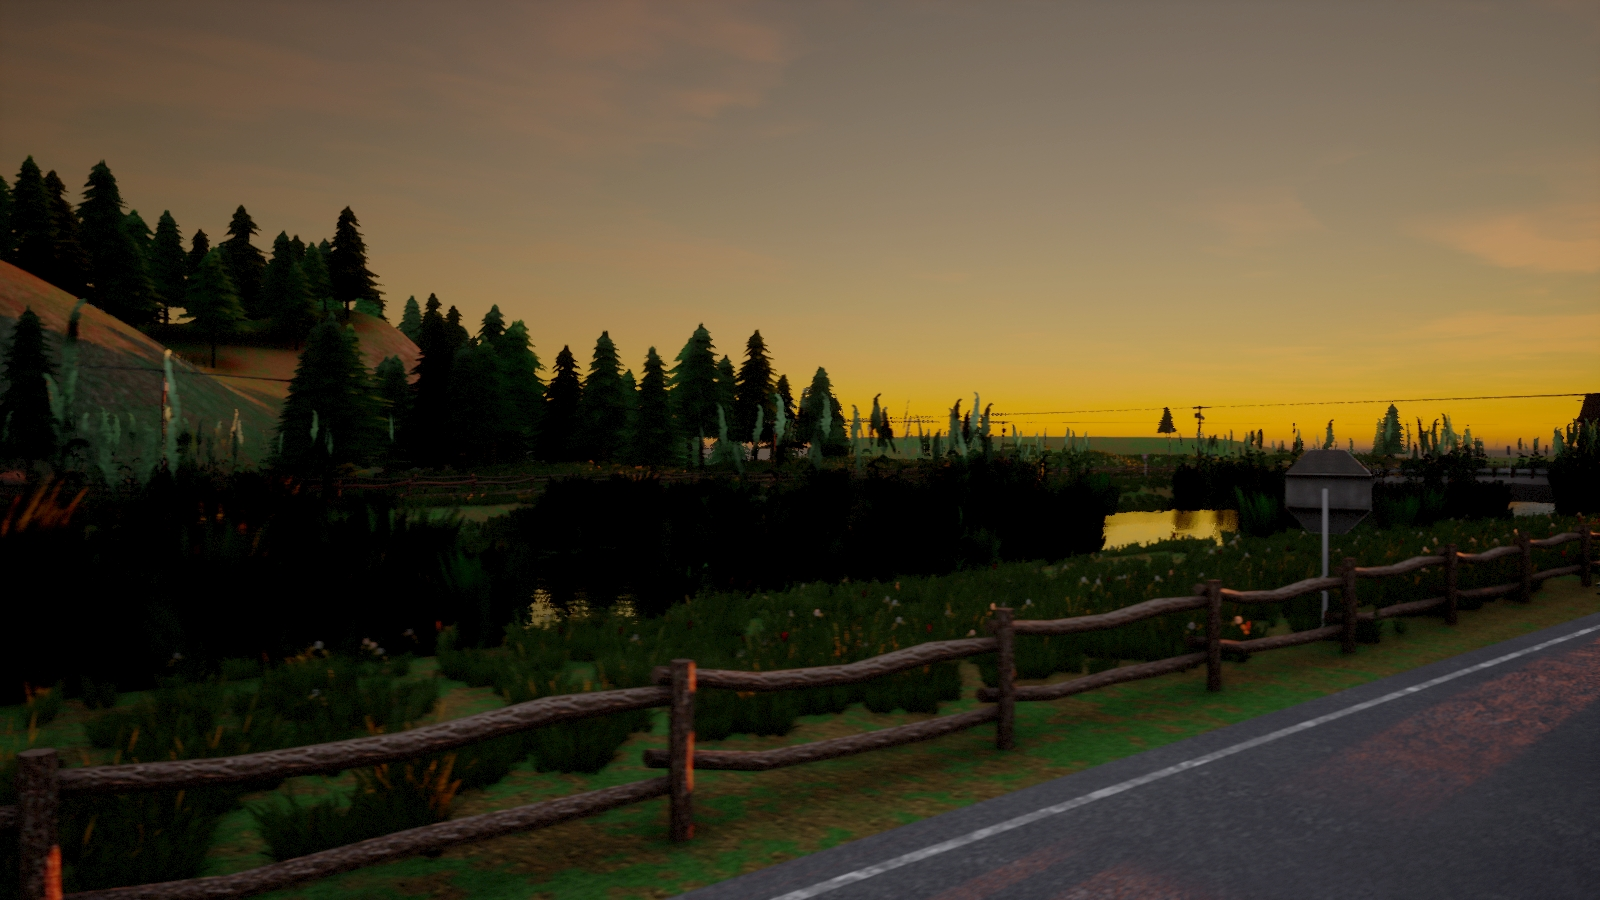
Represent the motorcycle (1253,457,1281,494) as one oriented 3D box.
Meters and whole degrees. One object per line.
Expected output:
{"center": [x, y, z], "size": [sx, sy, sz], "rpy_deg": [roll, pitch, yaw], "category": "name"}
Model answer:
{"center": [30.231, 1.623, 73.953], "size": [2.033, 2.348, 0.803], "rpy_deg": [0, 0, -41], "category": "motorcycle"}
